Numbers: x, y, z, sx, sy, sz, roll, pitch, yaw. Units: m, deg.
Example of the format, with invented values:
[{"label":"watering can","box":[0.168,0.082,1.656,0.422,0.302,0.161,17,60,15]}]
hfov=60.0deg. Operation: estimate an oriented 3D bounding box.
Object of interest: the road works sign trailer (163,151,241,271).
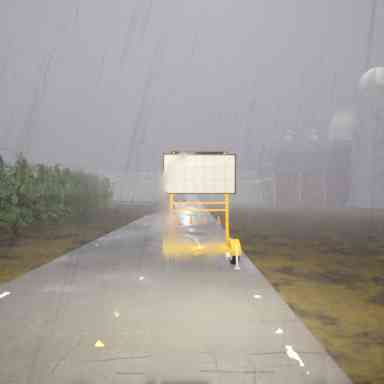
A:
[{"label":"road works sign trailer","box":[0.233,0.471,11.020,2.380,3.560,2.880,0,0,-4]}]

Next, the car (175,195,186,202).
[{"label":"car","box":[-2.464,1.571,71.642,2.150,2.045,5.566,0,0,0]}]

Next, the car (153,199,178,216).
[{"label":"car","box":[-2.717,1.653,33.410,1.994,1.385,4.181,0,0,0]}]
